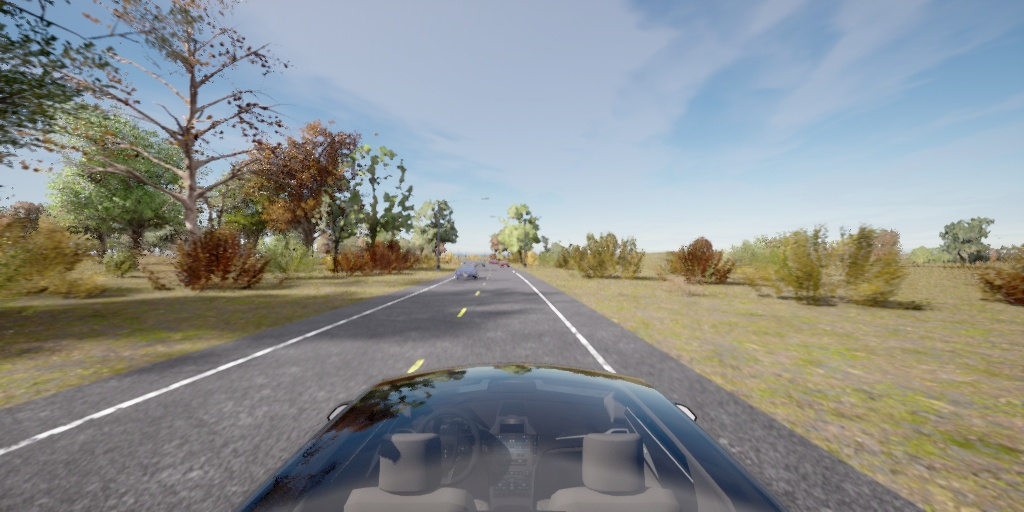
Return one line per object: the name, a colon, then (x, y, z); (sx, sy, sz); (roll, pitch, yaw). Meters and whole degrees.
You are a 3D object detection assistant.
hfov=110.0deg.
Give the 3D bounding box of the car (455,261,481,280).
car: (-4.218, 1.491, 34.215); (1.812, 1.442, 4.674); (0, 0, -2)
